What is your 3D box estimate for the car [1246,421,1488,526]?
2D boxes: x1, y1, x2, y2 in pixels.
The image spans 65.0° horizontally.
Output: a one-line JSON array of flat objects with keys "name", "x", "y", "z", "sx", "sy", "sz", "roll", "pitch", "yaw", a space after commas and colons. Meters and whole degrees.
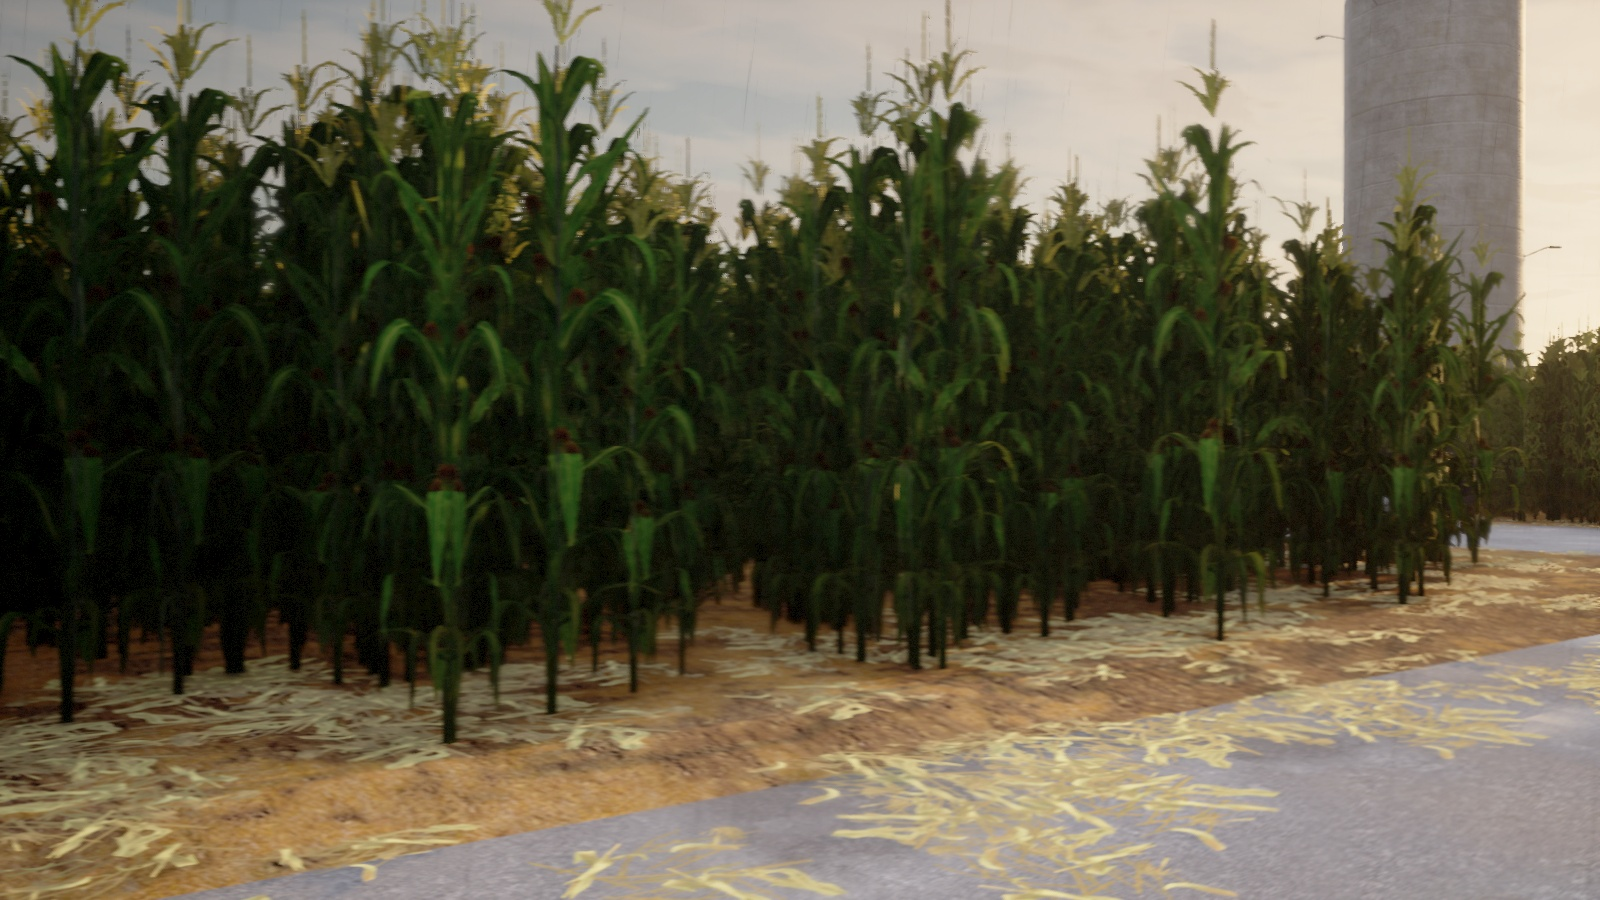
[{"name": "car", "x": 10.944, "y": 0.429, "z": 24.450, "sx": 1.905, "sy": 1.878, "sz": 3.866, "roll": 0, "pitch": 0, "yaw": -36}]
